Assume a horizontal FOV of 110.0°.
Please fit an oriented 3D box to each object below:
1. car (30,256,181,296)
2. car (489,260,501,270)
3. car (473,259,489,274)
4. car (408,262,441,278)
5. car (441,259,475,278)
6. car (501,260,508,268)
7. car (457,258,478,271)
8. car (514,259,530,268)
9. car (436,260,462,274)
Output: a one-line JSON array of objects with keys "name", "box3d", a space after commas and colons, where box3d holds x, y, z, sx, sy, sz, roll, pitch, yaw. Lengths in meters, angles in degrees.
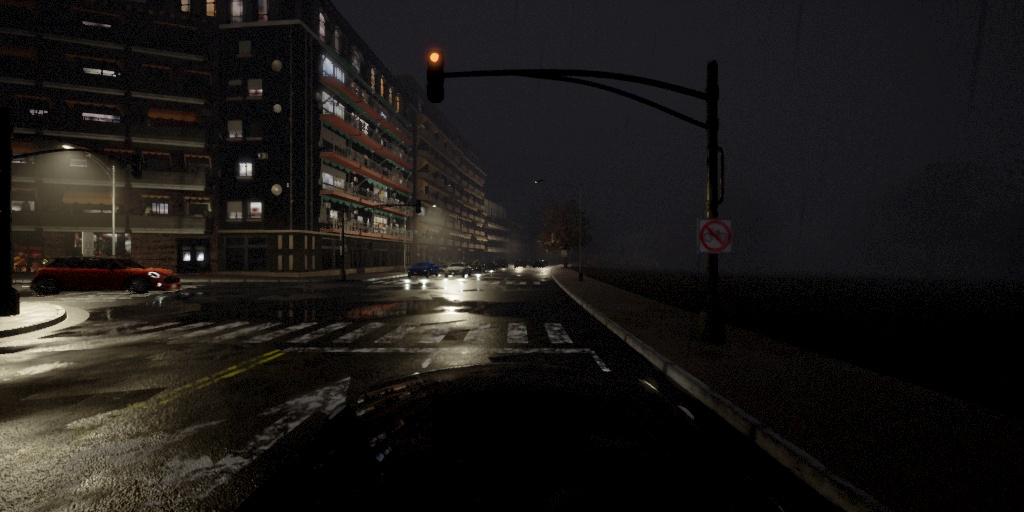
[{"name": "car", "box3d": [-18.447, 0.832, 16.600, 4.553, 1.767, 2.097, 1, 0, -19]}, {"name": "car", "box3d": [-3.318, 1.449, 53.916, 1.994, 1.385, 4.181, 0, 0, 8]}, {"name": "car", "box3d": [-4.437, 1.350, 43.995, 1.837, 1.490, 4.892, 0, 0, 6]}, {"name": "car", "box3d": [-8.515, 1.287, 34.818, 1.882, 1.535, 5.008, 0, 0, 4]}, {"name": "car", "box3d": [-5.230, 1.336, 35.142, 1.812, 1.442, 4.674, 0, 0, 5]}, {"name": "car", "box3d": [-1.892, 1.413, 64.285, 1.882, 1.535, 5.008, 0, 0, 9]}, {"name": "car", "box3d": [-6.580, 1.236, 54.024, 2.097, 1.767, 4.553, 0, 0, 7]}, {"name": "car", "box3d": [1.528, 1.489, 64.987, 2.033, 1.411, 5.357, 0, 0, 9]}, {"name": "car", "box3d": [-7.667, 1.323, 44.350, 1.882, 1.535, 5.008, 0, 0, 6]}]
